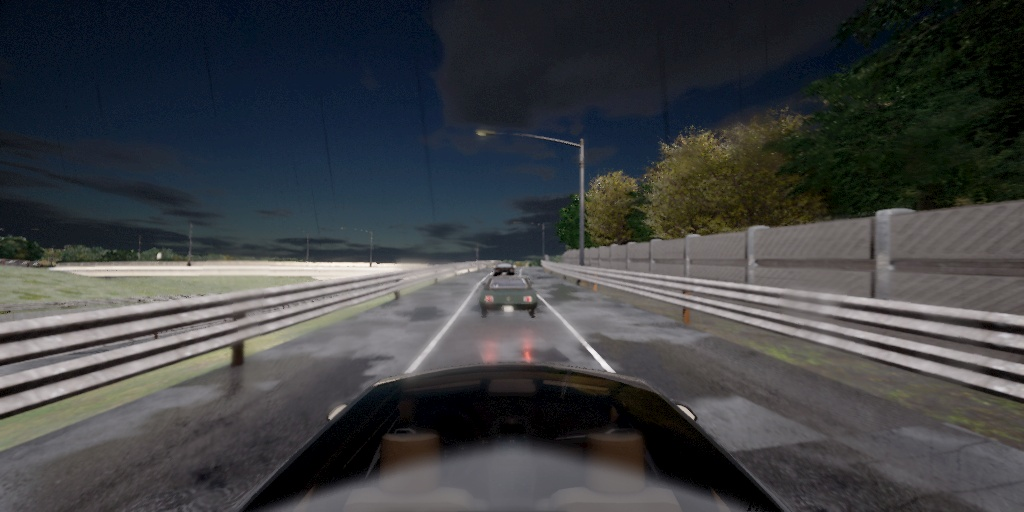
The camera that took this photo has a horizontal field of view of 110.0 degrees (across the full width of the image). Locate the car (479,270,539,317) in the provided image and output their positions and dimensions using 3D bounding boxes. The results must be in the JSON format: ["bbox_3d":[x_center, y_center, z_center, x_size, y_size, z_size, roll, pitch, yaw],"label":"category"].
[{"bbox_3d":[-0.149,1.390,13.435,1.895,1.301,4.718,0,0,-2],"label":"car"}]

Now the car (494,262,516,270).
[{"bbox_3d":[-0.643,1.320,32.427,1.882,1.535,5.008,0,0,0],"label":"car"}]
